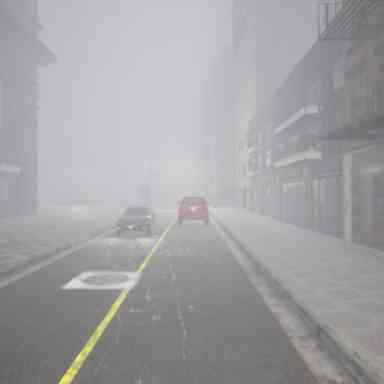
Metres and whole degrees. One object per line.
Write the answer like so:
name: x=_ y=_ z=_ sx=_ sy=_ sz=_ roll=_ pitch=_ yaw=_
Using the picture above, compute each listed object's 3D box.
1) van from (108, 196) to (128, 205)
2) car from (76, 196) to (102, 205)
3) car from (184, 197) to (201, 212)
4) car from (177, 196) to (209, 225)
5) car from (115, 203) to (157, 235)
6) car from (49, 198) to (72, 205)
van: x=-14.740 y=1.653 z=66.194 sx=3.998 sy=1.788 sz=1.690 roll=0 pitch=0 yaw=-1
car: x=-20.380 y=1.625 z=66.106 sx=5.009 sy=1.841 sz=2.192 roll=0 pitch=0 yaw=-1
car: x=0.091 y=1.510 z=42.736 sx=2.097 sy=1.767 sz=4.553 roll=0 pitch=0 yaw=0
car: x=0.094 y=1.299 z=24.949 sx=2.150 sy=2.045 sz=5.566 roll=0 pitch=0 yaw=0
car: x=-3.100 y=1.555 z=19.242 sx=1.837 sy=1.490 sz=4.892 roll=0 pitch=0 yaw=0
car: x=-26.020 y=1.871 z=66.018 sx=4.313 sy=1.339 sz=1.947 roll=0 pitch=0 yaw=-1
